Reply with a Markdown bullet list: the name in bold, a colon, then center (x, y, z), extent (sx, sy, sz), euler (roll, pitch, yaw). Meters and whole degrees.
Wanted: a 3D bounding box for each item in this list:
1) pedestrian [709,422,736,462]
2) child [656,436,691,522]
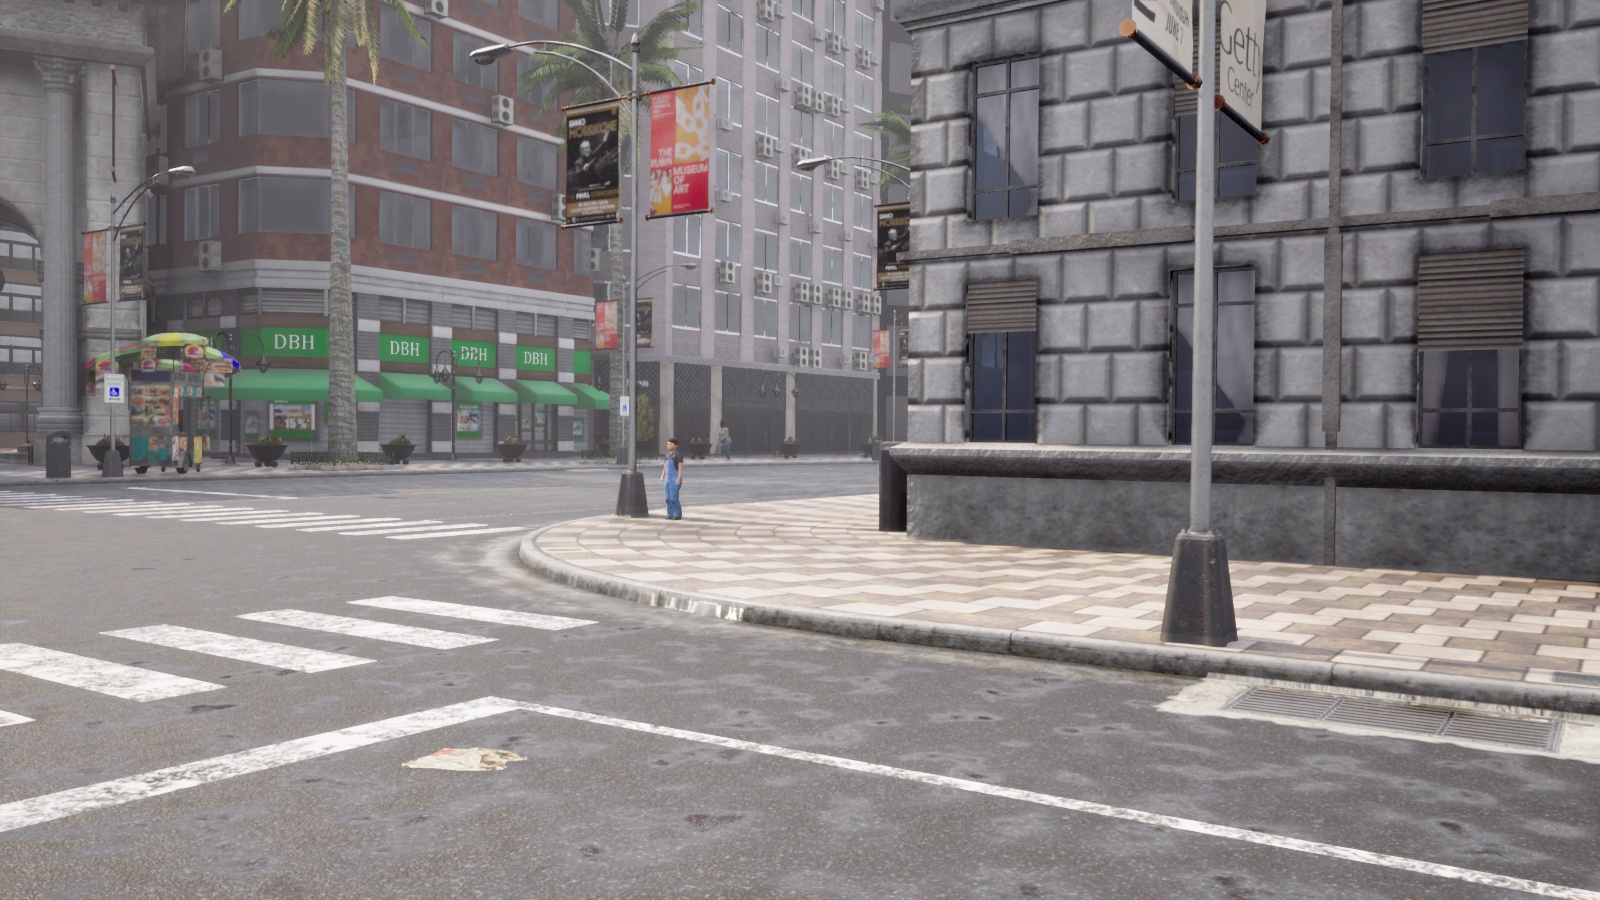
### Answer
- **pedestrian**: center (-3.618, -0.379, 58.570), extent (0.874, 1.855, 0.900), euler (0, 1, 45)
- **child**: center (-1.903, 0.427, 18.894), extent (0.270, 1.263, 0.437), euler (0, 1, 43)
